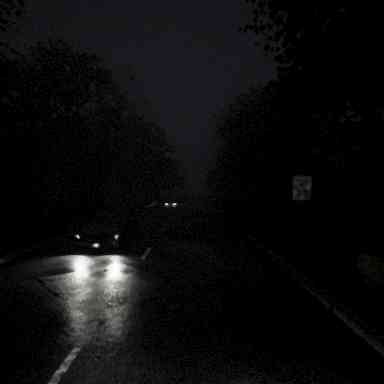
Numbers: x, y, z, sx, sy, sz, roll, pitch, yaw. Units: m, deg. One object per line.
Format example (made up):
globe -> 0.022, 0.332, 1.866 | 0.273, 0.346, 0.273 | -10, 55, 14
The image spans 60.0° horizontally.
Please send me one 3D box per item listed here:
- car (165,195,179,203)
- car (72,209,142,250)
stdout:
car -> -3.349, 1.195, 57.215 | 2.033, 1.411, 5.357 | 0, 1, 4
car -> -3.349, 1.470, 14.288 | 2.033, 1.411, 5.357 | 0, 0, 0
